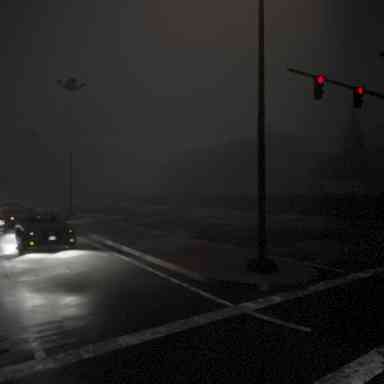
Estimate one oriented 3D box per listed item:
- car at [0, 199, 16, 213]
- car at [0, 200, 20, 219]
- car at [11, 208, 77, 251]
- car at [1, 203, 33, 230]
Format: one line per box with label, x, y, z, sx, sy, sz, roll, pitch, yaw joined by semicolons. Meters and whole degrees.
car;-21.865;1.608;38.787;2.033;1.411;5.357;0;0;-32
car;-16.140;1.524;29.675;1.882;1.535;5.008;0;0;-32
car;-6.395;1.585;14.389;1.994;1.385;4.181;0;0;-33
car;-11.098;1.634;21.750;1.895;1.301;4.718;0;0;-33
